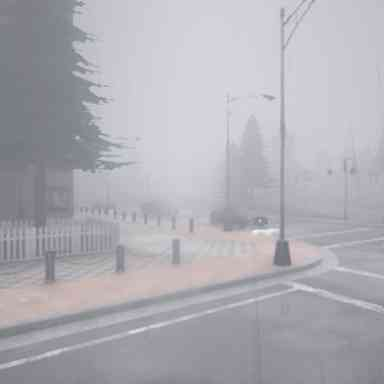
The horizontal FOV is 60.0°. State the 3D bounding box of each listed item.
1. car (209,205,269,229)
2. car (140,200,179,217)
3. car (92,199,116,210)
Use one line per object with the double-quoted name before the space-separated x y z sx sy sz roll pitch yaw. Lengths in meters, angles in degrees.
"car" 2.971 1.564 21.713 1.994 1.385 4.181 0 0 -35
"car" -3.008 1.491 30.278 2.128 1.511 4.902 0 0 -35
"car" -11.100 1.563 41.897 1.994 1.385 4.181 0 0 -35
